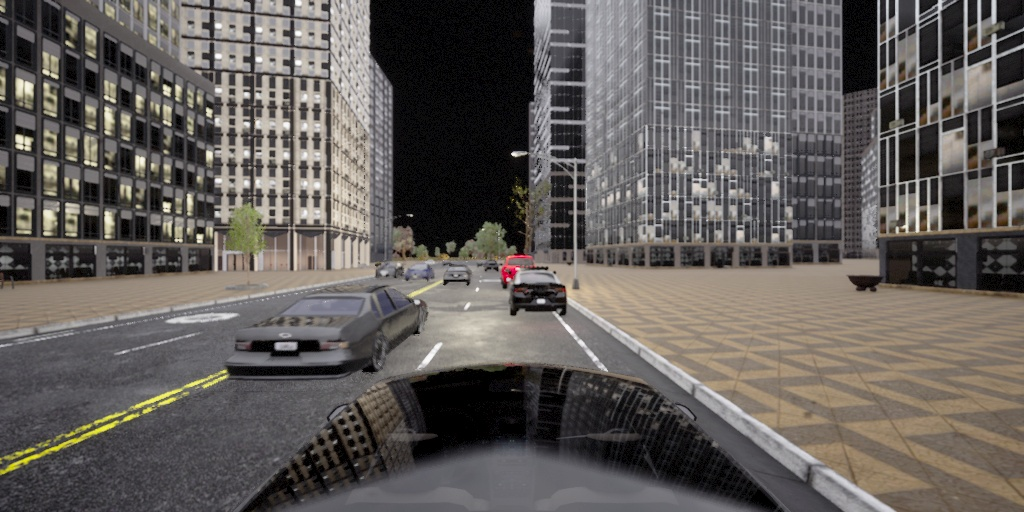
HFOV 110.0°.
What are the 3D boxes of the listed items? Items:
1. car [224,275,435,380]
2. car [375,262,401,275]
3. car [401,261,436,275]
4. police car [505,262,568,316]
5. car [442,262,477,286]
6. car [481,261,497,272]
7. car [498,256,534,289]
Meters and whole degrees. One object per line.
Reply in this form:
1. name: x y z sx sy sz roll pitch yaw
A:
1. car: -3.193 1.314 7.515 2.033 1.411 5.357 0 0 -1
2. car: -11.150 1.332 33.049 2.128 1.511 4.902 0 0 -5
3. car: -7.654 1.356 30.046 1.812 1.442 4.674 0 0 -4
4. police car: 0.827 1.206 13.683 1.930 1.638 5.238 0 0 -2
5. car: -3.926 1.365 26.409 2.033 1.411 5.357 0 0 -4
6. car: -2.827 1.388 48.980 1.837 1.490 4.892 0 0 -7
7. car: 0.393 1.033 23.754 2.150 2.045 5.566 0 0 -3
